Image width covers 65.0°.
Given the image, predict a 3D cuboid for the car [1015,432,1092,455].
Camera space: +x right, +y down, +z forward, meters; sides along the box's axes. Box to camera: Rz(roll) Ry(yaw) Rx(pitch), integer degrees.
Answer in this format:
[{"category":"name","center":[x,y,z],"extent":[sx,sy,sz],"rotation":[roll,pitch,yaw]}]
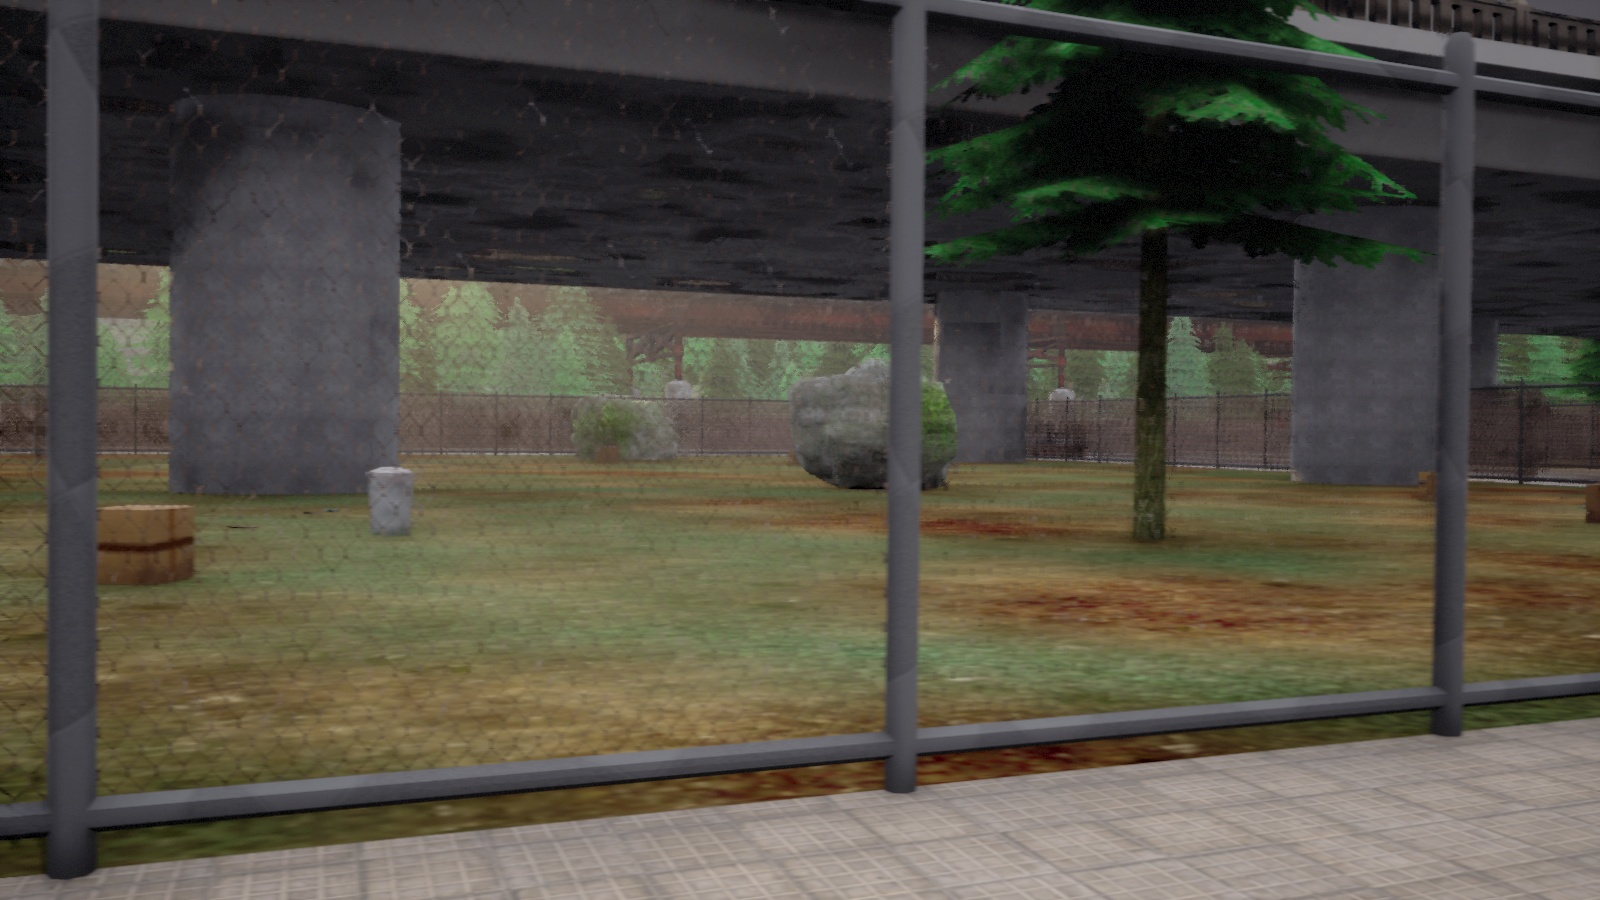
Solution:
[{"category":"car","center":[14.610,-0.386,72.610],"extent":[1.895,1.301,4.718],"rotation":[-1,1,-25]}]
